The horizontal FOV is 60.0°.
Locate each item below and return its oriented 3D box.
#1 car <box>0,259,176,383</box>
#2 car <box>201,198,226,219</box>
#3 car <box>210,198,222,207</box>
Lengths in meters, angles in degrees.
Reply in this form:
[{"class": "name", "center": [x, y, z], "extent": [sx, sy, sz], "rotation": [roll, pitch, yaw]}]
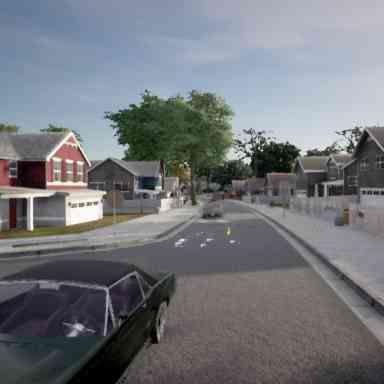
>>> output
[{"class": "car", "center": [-1.564, 1.600, 3.827], "extent": [1.895, 1.301, 4.718], "rotation": [0, 0, 10]}, {"class": "car", "center": [1.906, 1.578, 29.191], "extent": [1.837, 1.490, 4.892], "rotation": [0, 0, 6]}, {"class": "car", "center": [3.898, 1.636, 54.654], "extent": [1.994, 1.385, 4.181], "rotation": [0, 0, 3]}]
